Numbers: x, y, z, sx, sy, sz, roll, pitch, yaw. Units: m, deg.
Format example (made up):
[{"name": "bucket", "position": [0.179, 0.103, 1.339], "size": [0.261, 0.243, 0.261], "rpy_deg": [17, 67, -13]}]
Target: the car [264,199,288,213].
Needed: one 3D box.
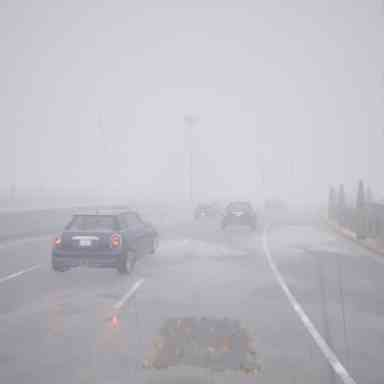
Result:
[{"name": "car", "position": [9.766, 1.512, 38.485], "size": [1.882, 1.535, 5.008], "rpy_deg": [0, 0, 27]}]

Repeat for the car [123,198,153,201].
[{"name": "car", "position": [-5.634, 1.564, 39.194], "size": [1.895, 1.301, 4.718], "rpy_deg": [0, 0, 24]}]

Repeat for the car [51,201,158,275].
[{"name": "car", "position": [-2.504, 1.337, 10.699], "size": [2.097, 1.767, 4.553], "rpy_deg": [0, 0, 7]}]

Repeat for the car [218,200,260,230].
[{"name": "car", "position": [3.265, 1.361, 21.700], "size": [2.097, 1.767, 4.553], "rpy_deg": [0, 0, 15]}]

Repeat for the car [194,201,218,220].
[{"name": "car", "position": [1.624, 1.505, 28.268], "size": [1.837, 1.490, 4.892], "rpy_deg": [0, 0, 18]}]

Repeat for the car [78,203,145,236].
[{"name": "car", "position": [-4.495, 1.478, 19.472], "size": [1.837, 1.490, 4.892], "rpy_deg": [0, 0, 12]}]
